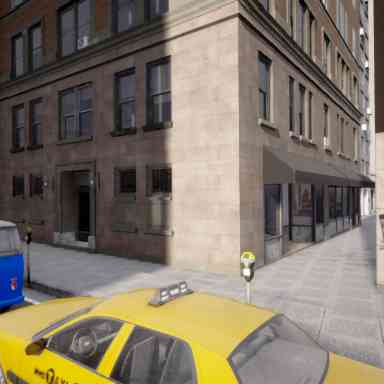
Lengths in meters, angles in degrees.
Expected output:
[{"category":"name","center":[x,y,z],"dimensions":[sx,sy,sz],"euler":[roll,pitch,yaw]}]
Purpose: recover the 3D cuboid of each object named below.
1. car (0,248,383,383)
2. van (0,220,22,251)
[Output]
[{"category":"car","center":[-0.402,1.526,3.147],"dimensions":[4.829,1.417,1.752],"euler":[0,-1,36]},{"category":"van","center":[-4.877,1.342,6.351],"dimensions":[3.998,1.788,1.690],"euler":[0,-1,36]}]
